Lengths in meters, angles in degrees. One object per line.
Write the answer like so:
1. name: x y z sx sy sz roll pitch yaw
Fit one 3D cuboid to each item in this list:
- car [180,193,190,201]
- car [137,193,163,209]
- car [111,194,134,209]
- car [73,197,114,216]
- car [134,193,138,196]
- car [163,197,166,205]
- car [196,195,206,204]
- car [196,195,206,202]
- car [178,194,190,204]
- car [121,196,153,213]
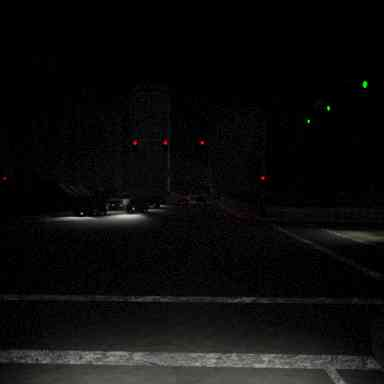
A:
1. car: -1.505 1.182 74.644 2.097 1.767 4.553 0 0 1
2. car: -5.803 1.221 46.820 2.150 2.045 5.566 0 0 1
3. car: -9.409 1.221 42.733 2.150 2.045 5.566 0 0 2
4. car: -9.734 1.547 32.554 2.033 1.411 5.357 0 0 4
5. car: -9.057 1.220 56.547 2.150 2.045 5.566 0 0 0
6. car: -5.530 1.547 57.175 2.033 1.411 5.357 0 0 2
7. car: 1.763 1.505 65.370 1.837 1.490 4.892 0 0 1
8. car: 1.995 1.352 74.586 2.128 1.511 4.902 0 0 1
9. car: -1.720 1.564 66.084 1.994 1.385 4.181 0 0 1
10. car: -6.046 1.491 37.249 2.128 1.511 4.902 0 0 1
